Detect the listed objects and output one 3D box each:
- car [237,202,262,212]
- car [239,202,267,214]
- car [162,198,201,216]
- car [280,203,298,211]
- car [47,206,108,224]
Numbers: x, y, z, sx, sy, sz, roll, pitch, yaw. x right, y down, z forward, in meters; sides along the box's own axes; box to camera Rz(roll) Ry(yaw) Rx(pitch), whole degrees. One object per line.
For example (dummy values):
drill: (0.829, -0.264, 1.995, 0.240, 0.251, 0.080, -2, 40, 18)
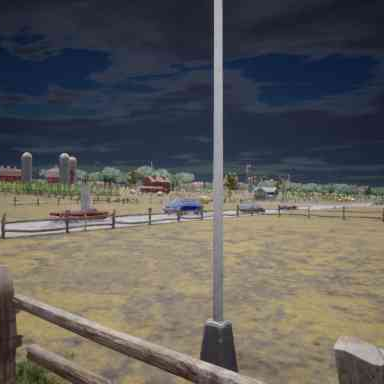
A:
car: (9.298, 2.361, 53.356, 1.837, 1.490, 4.892, 2, 0, 36)
car: (9.016, 2.349, 48.097, 2.033, 1.411, 5.357, 2, 0, 35)
car: (-1.145, 1.705, 39.029, 2.150, 2.045, 5.566, 2, 0, 36)
car: (17.537, 2.670, 59.910, 1.895, 1.301, 4.718, 2, 0, 36)
car: (-9.410, 1.846, 27.615, 1.895, 1.301, 4.718, 2, 0, 36)
